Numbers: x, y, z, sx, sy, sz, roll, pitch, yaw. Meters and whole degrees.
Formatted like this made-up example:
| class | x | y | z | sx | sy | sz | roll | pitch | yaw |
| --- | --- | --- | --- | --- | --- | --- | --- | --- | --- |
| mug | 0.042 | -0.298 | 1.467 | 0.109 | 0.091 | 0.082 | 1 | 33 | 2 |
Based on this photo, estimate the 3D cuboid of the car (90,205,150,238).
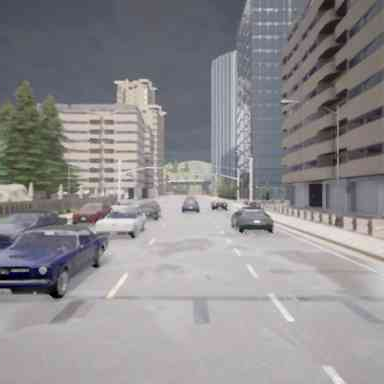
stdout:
| class | x | y | z | sx | sy | sz | roll | pitch | yaw |
| --- | --- | --- | --- | --- | --- | --- | --- | --- | --- |
| car | -3.646 | 1.611 | 17.761 | 1.895 | 1.301 | 4.718 | 0 | 0 | 0 |

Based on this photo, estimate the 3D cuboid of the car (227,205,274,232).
| class | x | y | z | sx | sy | sz | roll | pitch | yaw |
| --- | --- | --- | --- | --- | --- | --- | --- | --- | --- |
| car | 3.523 | 1.573 | 20.008 | 1.994 | 1.385 | 4.181 | 0 | 0 | 0 |

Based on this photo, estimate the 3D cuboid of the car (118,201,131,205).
| class | x | y | z | sx | sy | sz | roll | pitch | yaw |
| --- | --- | --- | --- | --- | --- | --- | --- | --- | --- |
| car | -7.135 | 1.620 | 34.404 | 1.895 | 1.301 | 4.718 | 0 | 0 | 0 |

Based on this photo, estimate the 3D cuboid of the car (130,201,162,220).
| class | x | y | z | sx | sy | sz | roll | pitch | yaw |
| --- | --- | --- | --- | --- | --- | --- | --- | --- | --- |
| car | -3.615 | 1.520 | 27.858 | 1.837 | 1.490 | 4.892 | 0 | 0 | 0 |

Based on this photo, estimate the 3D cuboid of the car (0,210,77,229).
| class | x | y | z | sx | sy | sz | roll | pitch | yaw |
| --- | --- | --- | --- | --- | --- | --- | --- | --- | --- |
| car | -7.146 | 1.557 | 14.685 | 2.033 | 1.411 | 5.357 | 0 | 0 | 0 |

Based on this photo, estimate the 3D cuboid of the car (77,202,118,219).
| class | x | y | z | sx | sy | sz | roll | pitch | yaw |
| --- | --- | --- | --- | --- | --- | --- | --- | --- | --- |
| car | -7.137 | 1.492 | 24.417 | 1.882 | 1.535 | 5.008 | 0 | 0 | 0 |

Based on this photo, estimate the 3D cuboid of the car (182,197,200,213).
| class | x | y | z | sx | sy | sz | roll | pitch | yaw |
| --- | --- | --- | --- | --- | --- | --- | --- | --- | --- |
| car | -0.146 | 1.583 | 37.223 | 1.994 | 1.385 | 4.181 | 0 | 0 | 0 |

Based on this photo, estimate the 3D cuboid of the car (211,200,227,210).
| class | x | y | z | sx | sy | sz | roll | pitch | yaw |
| --- | --- | --- | --- | --- | --- | --- | --- | --- | --- |
| car | 3.391 | 1.622 | 42.444 | 1.895 | 1.301 | 4.718 | 0 | 0 | 0 |

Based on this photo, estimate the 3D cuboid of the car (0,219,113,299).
| class | x | y | z | sx | sy | sz | roll | pitch | yaw |
| --- | --- | --- | --- | --- | --- | --- | --- | --- | --- |
| car | -3.627 | 1.606 | 8.597 | 1.895 | 1.301 | 4.718 | 0 | 0 | 0 |
